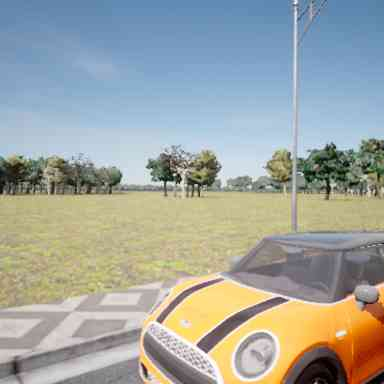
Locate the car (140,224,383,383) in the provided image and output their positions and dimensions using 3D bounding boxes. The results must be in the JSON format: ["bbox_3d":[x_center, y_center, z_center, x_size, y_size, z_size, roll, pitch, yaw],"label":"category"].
[{"bbox_3d":[1.600,1.373,4.514,4.553,1.767,2.097,0,0,-35],"label":"car"}]
